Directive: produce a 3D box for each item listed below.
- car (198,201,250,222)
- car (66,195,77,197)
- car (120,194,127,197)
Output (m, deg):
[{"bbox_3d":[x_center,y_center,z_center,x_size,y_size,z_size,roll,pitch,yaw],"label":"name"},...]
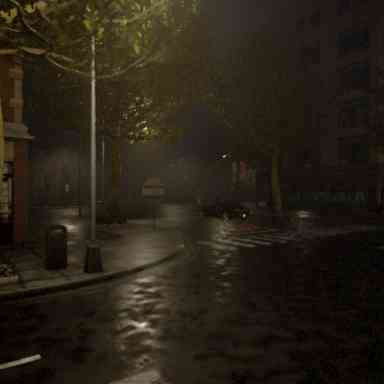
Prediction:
[{"bbox_3d":[2.427,1.490,26.581,1.837,1.490,4.892,0,0,-37],"label":"car"},{"bbox_3d":[-26.223,1.396,73.961,4.786,1.482,2.161,0,0,-36],"label":"car"},{"bbox_3d":[-18.672,1.292,84.389,4.674,1.452,2.002,0,0,-36],"label":"car"}]
